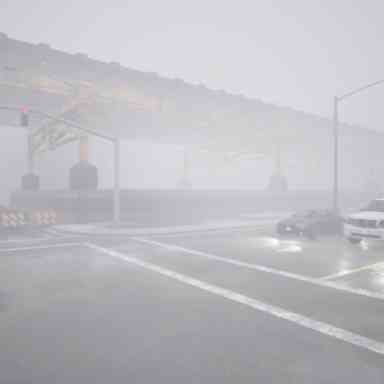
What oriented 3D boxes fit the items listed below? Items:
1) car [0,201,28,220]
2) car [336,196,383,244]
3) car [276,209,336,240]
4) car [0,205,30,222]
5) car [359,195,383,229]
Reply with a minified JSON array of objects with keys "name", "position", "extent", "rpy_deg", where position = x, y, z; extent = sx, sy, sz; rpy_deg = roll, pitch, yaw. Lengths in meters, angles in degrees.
[{"name":"car","position":[-14.060,1.296,23.024],"extent":[4.536,1.218,1.853],"rpy_deg":[0,0,-7]},{"name":"car","position":[9.089,1.235,14.774],"extent":[5.566,2.045,2.150],"rpy_deg":[0,0,-35]},{"name":"car","position":[6.217,1.577,17.023],"extent":[4.181,1.385,1.994],"rpy_deg":[0,0,-36]},{"name":"car","position":[-14.009,1.453,23.030],"extent":[4.974,1.542,2.038],"rpy_deg":[0,0,-7]},{"name":"car","position":[13.756,1.243,22.399],"extent":[5.566,2.045,2.150],"rpy_deg":[0,0,-35]}]
